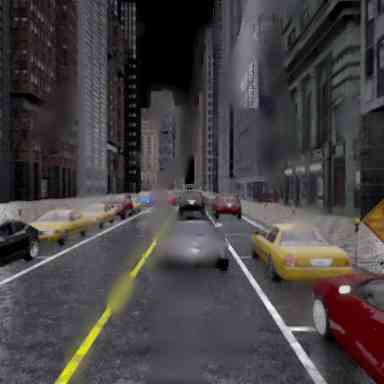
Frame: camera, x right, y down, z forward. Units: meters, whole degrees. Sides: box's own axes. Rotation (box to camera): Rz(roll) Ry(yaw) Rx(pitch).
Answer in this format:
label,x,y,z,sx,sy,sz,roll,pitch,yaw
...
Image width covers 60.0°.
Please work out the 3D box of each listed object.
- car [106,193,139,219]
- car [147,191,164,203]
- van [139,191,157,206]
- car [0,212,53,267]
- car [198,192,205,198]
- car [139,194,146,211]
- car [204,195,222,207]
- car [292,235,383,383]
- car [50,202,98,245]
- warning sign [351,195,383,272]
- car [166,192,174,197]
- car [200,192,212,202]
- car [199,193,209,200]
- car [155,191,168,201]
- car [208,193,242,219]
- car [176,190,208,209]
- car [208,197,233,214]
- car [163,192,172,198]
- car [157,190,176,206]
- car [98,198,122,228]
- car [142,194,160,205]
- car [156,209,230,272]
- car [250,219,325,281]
label,x,y,z,sx,sy,sz,roll,pitch,yaw
car,-5.855,1.052,26.083,2.192,1.841,5.009,0,1,0
car,-5.951,0.784,54.285,2.192,1.841,5.009,0,1,0
van,-5.912,0.915,43.005,1.690,1.788,3.998,0,1,0
car,-5.797,1.470,9.164,1.947,1.339,4.313,0,1,0
car,2.461,0.707,88.164,1.887,1.381,4.507,0,1,0
car,-5.872,1.209,31.556,1.752,1.417,4.829,0,1,0
car,2.614,1.127,43.042,2.008,1.369,4.403,0,1,0
car,2.748,1.508,3.561,1.887,1.381,4.507,0,1,0
car,-5.815,1.375,14.634,1.752,1.417,4.829,0,1,0
warning sign,5.041,1.028,8.631,1.300,1.860,1.060,0,1,0
car,-6.083,0.660,93.771,2.008,1.369,4.403,0,1,0
car,2.556,0.860,59.961,1.967,1.590,4.097,0,1,0
car,2.518,0.883,71.243,1.947,1.339,4.313,0,1,0
car,-5.989,0.682,65.566,2.192,1.841,5.009,0,1,0
car,2.670,1.053,26.119,2.192,1.841,5.009,0,1,0
car,-0.013,0.929,29.073,2.150,2.045,5.566,0,0,0
car,2.652,1.234,31.761,2.008,1.369,4.403,0,1,0
car,-6.045,0.778,82.490,1.947,1.339,4.313,0,1,0
car,-3.241,0.785,43.882,2.150,2.045,5.566,0,1,0
car,-5.834,1.319,20.275,1.752,1.417,4.829,0,1,0
car,-5.931,1.072,48.647,2.008,1.369,4.403,0,1,0
car,0.030,1.457,10.404,1.994,1.385,4.181,0,1,0
car,2.728,1.430,9.371,1.752,1.417,4.829,0,1,0
